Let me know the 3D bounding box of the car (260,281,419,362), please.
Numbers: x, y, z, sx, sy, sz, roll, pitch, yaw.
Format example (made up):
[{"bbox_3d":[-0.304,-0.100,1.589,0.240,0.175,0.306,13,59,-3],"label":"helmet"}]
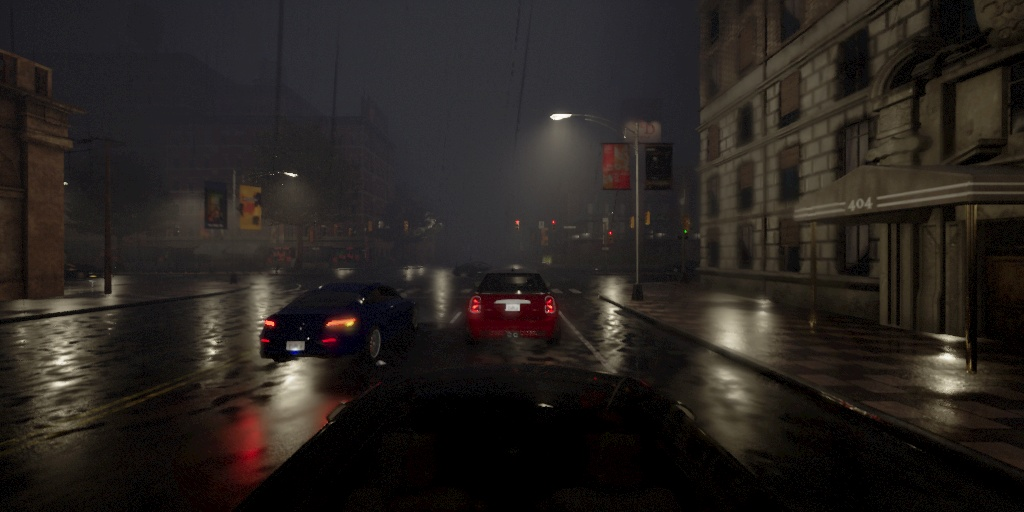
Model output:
[{"bbox_3d":[-3.476,1.275,8.062,1.812,1.442,4.674,0,0,0],"label":"car"}]

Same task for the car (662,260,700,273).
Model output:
[{"bbox_3d":[20.302,1.248,42.220,4.892,1.490,1.837,-1,0,0],"label":"car"}]

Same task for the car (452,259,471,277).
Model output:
[{"bbox_3d":[-2.636,1.293,30.574,4.902,1.511,2.128,1,0,0],"label":"car"}]

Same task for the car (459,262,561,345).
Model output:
[{"bbox_3d":[0.018,1.101,9.648,2.097,1.767,4.553,0,0,0],"label":"car"}]

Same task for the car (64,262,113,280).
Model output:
[{"bbox_3d":[-37.067,1.319,30.504,4.892,1.490,1.837,1,0,0],"label":"car"}]
